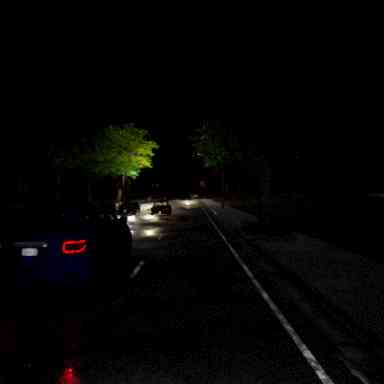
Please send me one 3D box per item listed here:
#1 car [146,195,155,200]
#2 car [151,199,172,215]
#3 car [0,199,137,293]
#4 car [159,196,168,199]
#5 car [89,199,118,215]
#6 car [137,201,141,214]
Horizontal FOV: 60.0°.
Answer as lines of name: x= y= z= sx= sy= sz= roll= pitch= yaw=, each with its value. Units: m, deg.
car: x=-9.790 y=1.428 z=78.241 sx=1.812 sy=1.442 sz=4.674 roll=0 pitch=0 yaw=0
car: x=-3.167 y=1.739 z=35.189 sx=1.895 sy=1.301 sz=4.718 roll=0 pitch=0 yaw=0
car: x=-3.156 y=1.275 z=9.157 sx=2.150 sy=2.045 sz=5.566 roll=0 pitch=0 yaw=0
car: x=-6.538 y=1.659 z=76.037 sx=2.033 sy=1.411 sz=5.357 roll=0 pitch=0 yaw=0
car: x=-9.863 y=1.619 z=37.462 sx=1.882 sy=1.535 sz=5.008 roll=0 pitch=0 yaw=0
car: x=-6.614 y=1.629 z=35.274 sx=2.128 sy=1.511 sz=4.902 roll=0 pitch=0 yaw=0
